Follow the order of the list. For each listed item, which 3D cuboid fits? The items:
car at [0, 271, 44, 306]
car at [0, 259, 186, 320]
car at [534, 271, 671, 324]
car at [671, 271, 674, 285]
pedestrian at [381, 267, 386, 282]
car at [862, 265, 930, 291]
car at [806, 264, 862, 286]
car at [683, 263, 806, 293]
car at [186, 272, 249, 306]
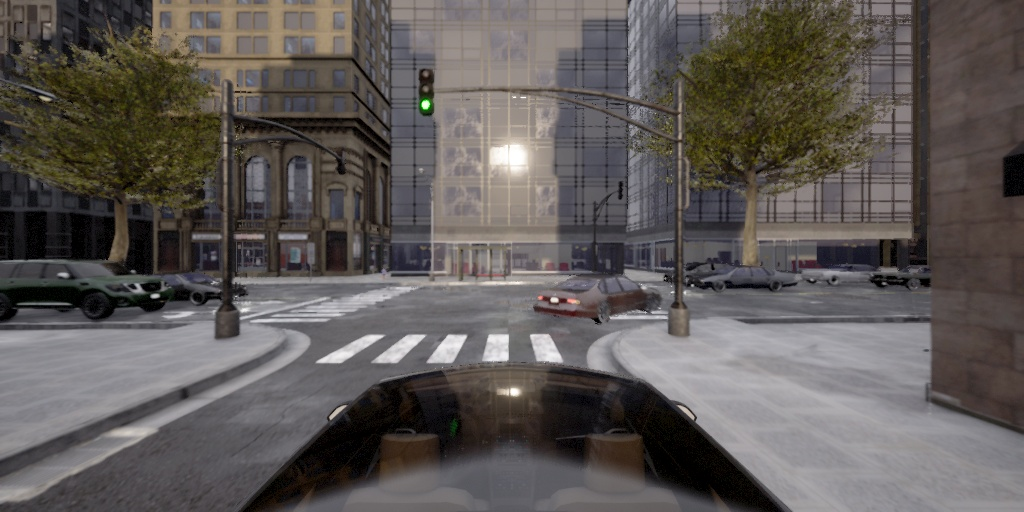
[{"bbox_3d":[-24.866,1.468,16.251,4.892,1.490,1.837,0,0,0],"label":"car"},{"bbox_3d":[-15.747,1.129,13.042,5.566,2.045,2.150,0,0,0],"label":"car"},{"bbox_3d":[3.096,1.313,12.147,5.357,1.411,2.033,0,0,-43],"label":"car"},{"bbox_3d":[12.309,1.184,23.126,4.892,1.490,1.837,0,0,-1],"label":"car"},{"bbox_3d":[-9.722,1.373,27.180,0.500,1.100,0.500,0,1,0],"label":"pedestrian"},{"bbox_3d":[22.864,1.197,19.920,4.718,1.301,1.895,0,0,0],"label":"car"},{"bbox_3d":[21.546,1.203,23.167,4.718,1.301,1.895,0,0,0],"label":"car"},{"bbox_3d":[12.653,1.228,19.872,5.357,1.411,2.033,0,0,0],"label":"car"},{"bbox_3d":[-15.125,1.445,16.329,5.357,1.411,2.033,0,0,2],"label":"car"}]
